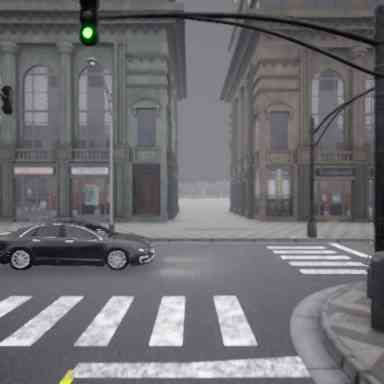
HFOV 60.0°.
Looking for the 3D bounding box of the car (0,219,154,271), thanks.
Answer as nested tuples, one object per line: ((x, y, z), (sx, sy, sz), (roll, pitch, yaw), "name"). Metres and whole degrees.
((-3.701, 1.673, 10.773), (4.892, 1.490, 1.837), (0, 0, 0), "car")
